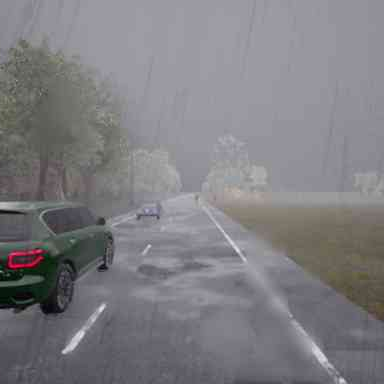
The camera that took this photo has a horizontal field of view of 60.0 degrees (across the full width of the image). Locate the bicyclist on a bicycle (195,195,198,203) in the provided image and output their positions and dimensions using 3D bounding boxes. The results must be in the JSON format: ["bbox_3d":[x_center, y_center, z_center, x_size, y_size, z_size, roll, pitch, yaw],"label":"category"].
[{"bbox_3d":[0.940,1.337,68.523,0.582,1.620,1.656,0,0,0],"label":"bicyclist on a bicycle"}]

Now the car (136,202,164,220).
[{"bbox_3d":[-3.411,1.500,27.838,2.033,1.411,5.357,0,0,0],"label":"car"}]

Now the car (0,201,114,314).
[{"bbox_3d":[-3.402,1.208,7.680,2.150,2.045,5.566,0,0,0],"label":"car"}]

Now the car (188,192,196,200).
[{"bbox_3d":[-0.028,1.204,85.717,1.882,1.535,5.008,0,0,0],"label":"car"}]

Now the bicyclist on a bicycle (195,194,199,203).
[{"bbox_3d":[0.943,1.270,59.579,0.659,1.776,1.843,0,0,0],"label":"bicyclist on a bicycle"}]
